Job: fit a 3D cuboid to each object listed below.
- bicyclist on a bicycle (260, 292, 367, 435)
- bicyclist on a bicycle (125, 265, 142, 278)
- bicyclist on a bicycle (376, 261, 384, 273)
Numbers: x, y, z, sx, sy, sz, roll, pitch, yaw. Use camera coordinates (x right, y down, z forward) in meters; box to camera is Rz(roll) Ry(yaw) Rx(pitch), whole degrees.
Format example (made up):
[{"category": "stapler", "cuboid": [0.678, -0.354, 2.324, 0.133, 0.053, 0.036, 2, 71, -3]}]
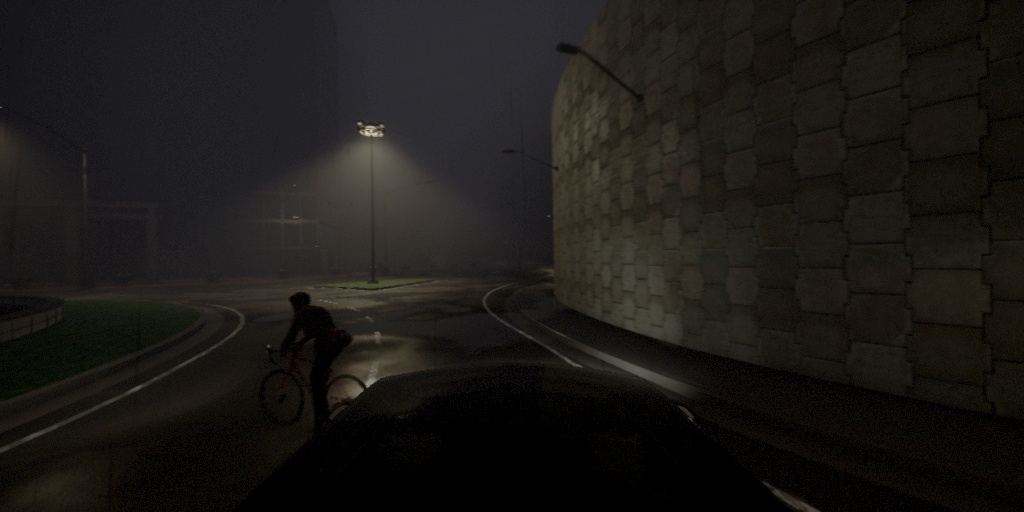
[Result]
[{"category": "bicyclist on a bicycle", "cuboid": [-2.339, 1.243, 4.209, 1.656, 1.620, 0.582, -2, -1, 17]}, {"category": "bicyclist on a bicycle", "cuboid": [-43.316, 1.699, 40.861, 0.582, 1.656, 1.620, 25, -7, 3]}, {"category": "bicyclist on a bicycle", "cuboid": [-17.131, 1.450, 46.586, 0.582, 1.620, 1.656, -1, -3, 24]}]
